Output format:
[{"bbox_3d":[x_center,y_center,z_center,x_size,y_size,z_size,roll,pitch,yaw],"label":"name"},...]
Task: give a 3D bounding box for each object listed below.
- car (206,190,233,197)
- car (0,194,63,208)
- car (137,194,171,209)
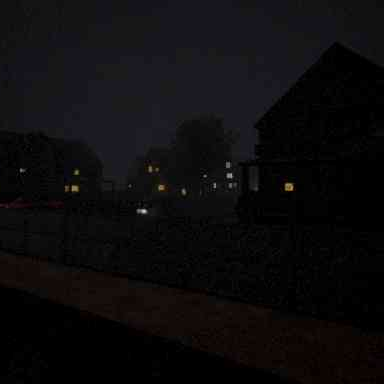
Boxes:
[{"bbox_3d":[3.665,0.535,43.433,2.128,1.511,4.902,1,2,36],"label":"car"},{"bbox_3d":[-11.124,0.994,22.632,2.097,1.767,4.553,1,2,35],"label":"car"},{"bbox_3d":[-3.778,0.907,32.987,1.994,1.385,4.181,1,2,36],"label":"car"}]
